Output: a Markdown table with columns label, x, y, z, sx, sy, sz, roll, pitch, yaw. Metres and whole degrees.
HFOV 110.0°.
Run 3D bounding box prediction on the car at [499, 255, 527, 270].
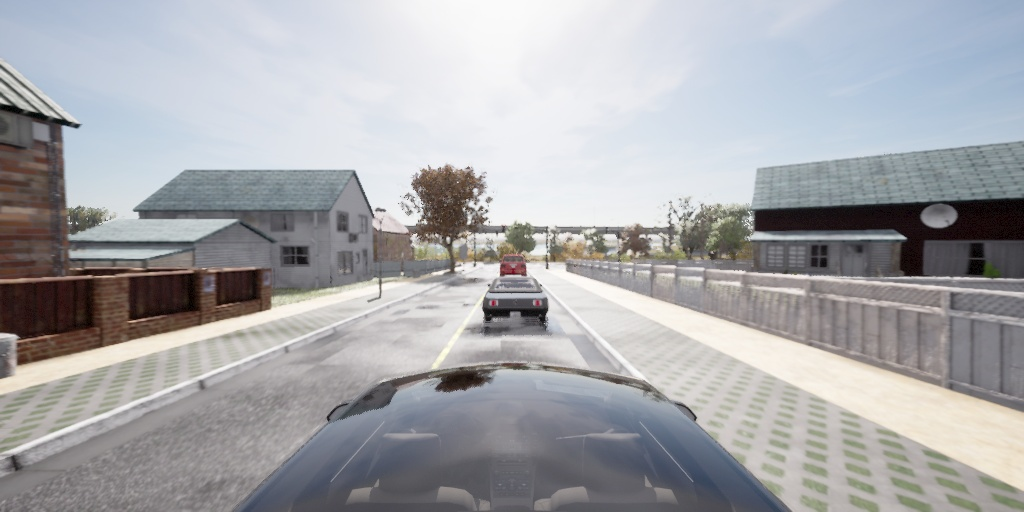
| label | x | y | z | sx | sy | sz | roll | pitch | yaw |
| --- | --- | --- | --- | --- | --- | --- | --- | --- | --- |
| car | 0.098 | 0.898 | 30.128 | 2.150 | 2.045 | 5.566 | 0 | 0 | 0 |

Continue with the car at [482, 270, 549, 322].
| label | x | y | z | sx | sy | sz | roll | pitch | yaw |
| --- | --- | --- | --- | --- | --- | --- | --- | --- | --- |
| car | 0.099 | 1.319 | 12.083 | 1.895 | 1.301 | 4.718 | 0 | 0 | 0 |
